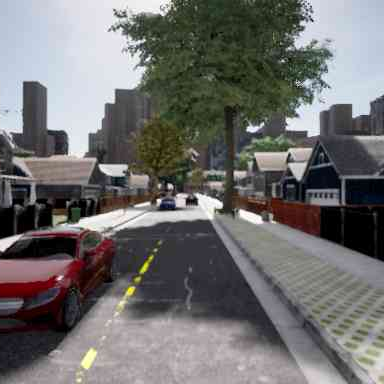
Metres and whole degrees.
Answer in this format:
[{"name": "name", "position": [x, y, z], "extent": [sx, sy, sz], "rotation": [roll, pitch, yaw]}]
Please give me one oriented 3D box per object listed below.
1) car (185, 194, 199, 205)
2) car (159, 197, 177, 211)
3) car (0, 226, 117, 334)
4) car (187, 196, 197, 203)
[{"name": "car", "position": [-0.020, 1.172, 52.821], "extent": [2.097, 1.767, 4.553], "rotation": [0, 0, 0]}, {"name": "car", "position": [-2.792, 1.342, 39.372], "extent": [1.882, 1.535, 5.008], "rotation": [0, 0, 1]}, {"name": "car", "position": [-2.832, 1.501, 6.919], "extent": [1.812, 1.442, 4.674], "rotation": [0, 0, 0]}, {"name": "car", "position": [-0.022, 1.390, 62.887], "extent": [1.895, 1.301, 4.718], "rotation": [0, 0, 0]}]
